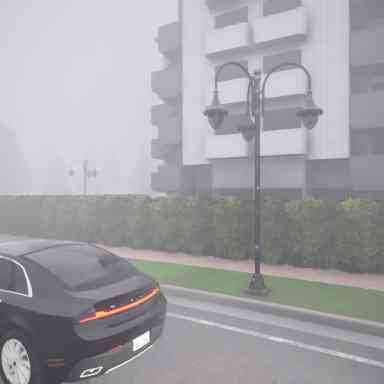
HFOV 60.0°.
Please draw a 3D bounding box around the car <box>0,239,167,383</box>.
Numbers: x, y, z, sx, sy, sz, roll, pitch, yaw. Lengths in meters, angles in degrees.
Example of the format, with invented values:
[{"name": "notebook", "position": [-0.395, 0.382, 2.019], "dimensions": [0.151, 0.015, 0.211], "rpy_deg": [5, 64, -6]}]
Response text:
[{"name": "car", "position": [-2.681, 1.505, 5.149], "dimensions": [4.892, 1.490, 1.837], "rpy_deg": [0, 0, 31]}]
